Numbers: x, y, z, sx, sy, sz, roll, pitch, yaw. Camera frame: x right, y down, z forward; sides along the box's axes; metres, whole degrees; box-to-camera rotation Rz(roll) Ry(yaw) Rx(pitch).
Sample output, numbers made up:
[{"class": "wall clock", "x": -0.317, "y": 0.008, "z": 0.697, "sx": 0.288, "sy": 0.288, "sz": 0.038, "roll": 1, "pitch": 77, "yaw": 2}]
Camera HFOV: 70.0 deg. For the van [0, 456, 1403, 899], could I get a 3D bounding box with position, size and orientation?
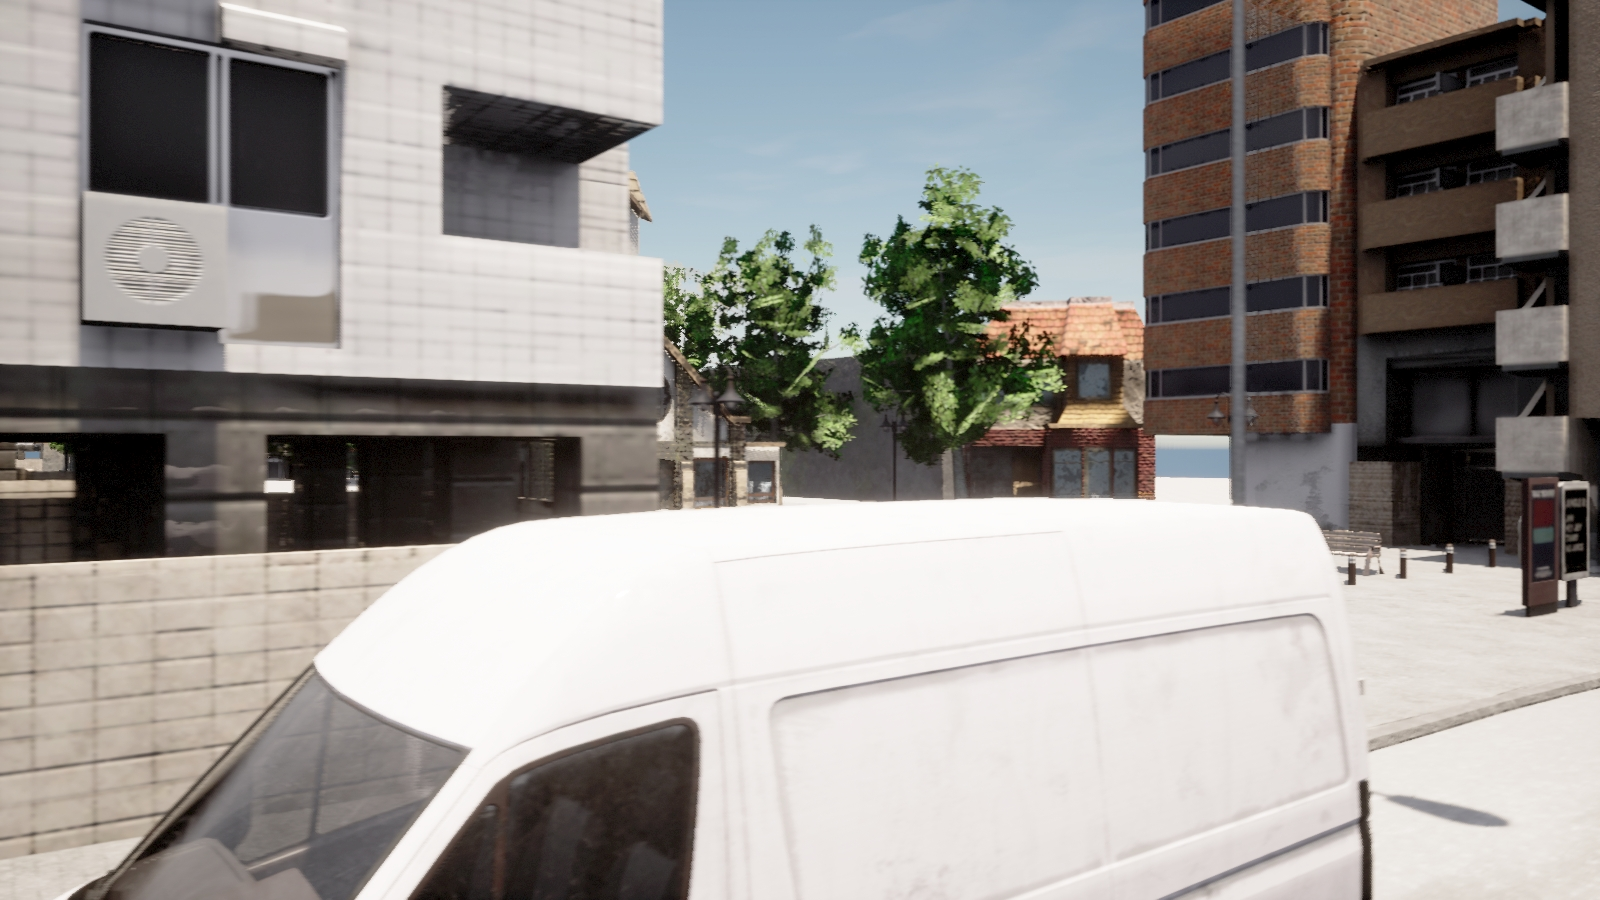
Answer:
[{"class": "van", "x": -0.239, "y": 1.314, "z": 4.293, "sx": 5.915, "sy": 2.561, "sz": 1.988, "roll": 0, "pitch": 0, "yaw": -35}]
